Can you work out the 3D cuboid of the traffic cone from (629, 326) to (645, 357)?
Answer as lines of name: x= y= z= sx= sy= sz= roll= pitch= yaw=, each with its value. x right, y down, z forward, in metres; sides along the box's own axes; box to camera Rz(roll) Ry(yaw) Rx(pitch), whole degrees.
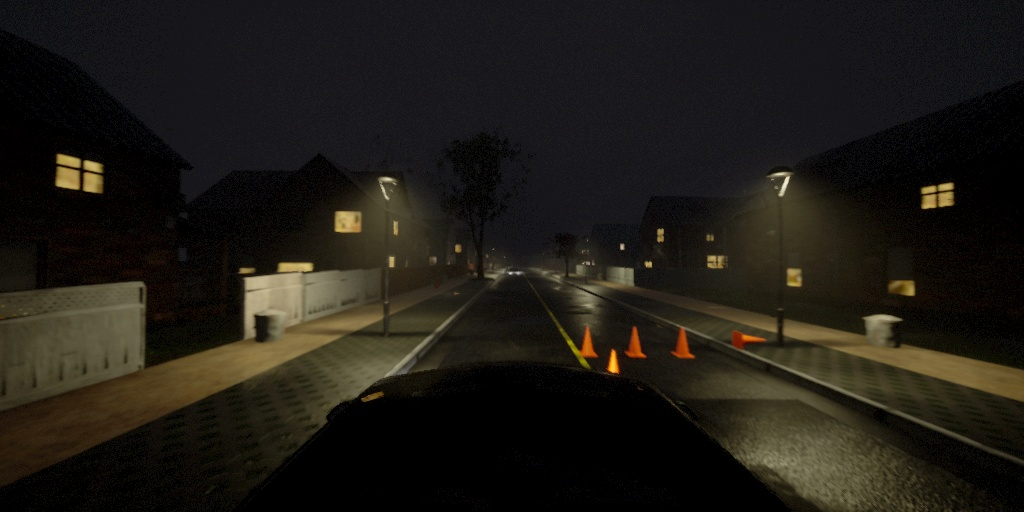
traffic cone: x=2.598 y=1.791 z=7.588 sx=0.340 sy=0.580 sz=0.340 roll=0 pitch=0 yaw=0

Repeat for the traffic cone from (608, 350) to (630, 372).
traffic cone: x=1.584 y=1.760 z=5.595 sx=0.340 sy=0.580 sz=0.340 roll=0 pitch=0 yaw=0

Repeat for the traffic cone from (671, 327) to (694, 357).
traffic cone: x=3.597 y=1.799 z=7.581 sx=0.340 sy=0.580 sz=0.340 roll=0 pitch=0 yaw=0

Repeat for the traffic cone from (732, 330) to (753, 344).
traffic cone: x=4.760 y=1.483 z=7.579 sx=0.340 sy=0.580 sz=0.340 roll=0 pitch=0 yaw=-7

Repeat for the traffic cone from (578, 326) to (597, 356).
traffic cone: x=1.598 y=1.784 z=7.594 sx=0.340 sy=0.580 sz=0.340 roll=0 pitch=0 yaw=0
